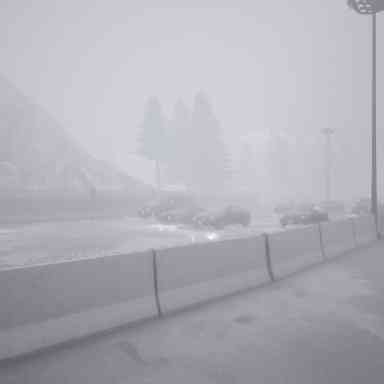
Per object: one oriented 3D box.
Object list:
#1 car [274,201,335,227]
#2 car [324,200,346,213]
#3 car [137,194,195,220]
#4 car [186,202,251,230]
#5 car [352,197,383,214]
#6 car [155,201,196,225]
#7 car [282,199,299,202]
[{"bbox_3d":[7.568,1.525,22.082,1.812,1.442,4.674,0,0,42],"label":"car"},{"bbox_3d":[14.834,1.548,35.560,2.033,1.411,5.357,0,0,42],"label":"car"},{"bbox_3d":[-1.883,1.220,27.264,2.150,2.045,5.566,0,0,42],"label":"car"},{"bbox_3d":[2.002,1.525,21.098,1.812,1.442,4.674,0,0,42],"label":"car"},{"bbox_3d":[17.841,1.351,33.672,2.097,1.767,4.553,0,0,42],"label":"car"},{"bbox_3d":[-0.219,1.564,23.866,1.994,1.385,4.181,0,0,42],"label":"car"},{"bbox_3d":[10.656,1.525,36.145,1.812,1.442,4.674,0,0,42],"label":"car"}]
